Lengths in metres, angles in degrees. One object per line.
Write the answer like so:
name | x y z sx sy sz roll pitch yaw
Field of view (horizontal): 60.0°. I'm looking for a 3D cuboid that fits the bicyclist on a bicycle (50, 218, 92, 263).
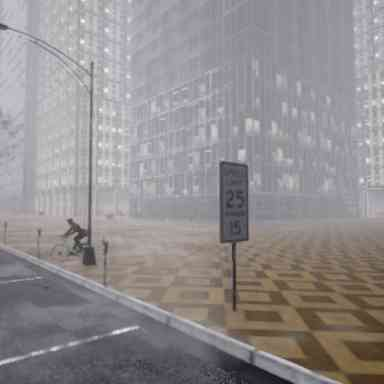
bicyclist on a bicycle | -4.455 1.809 12.493 1.656 1.620 0.582 4 -4 -41
